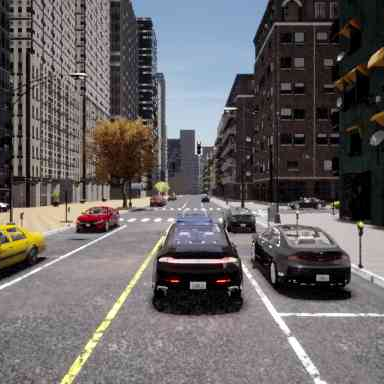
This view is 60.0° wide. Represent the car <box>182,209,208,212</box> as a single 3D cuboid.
[{"bbox_3d":[0.159,1.605,18.613,1.895,1.301,4.718,0,0,1],"label":"car"}]

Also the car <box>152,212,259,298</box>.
[{"bbox_3d":[0.126,1.492,8.496,2.128,1.511,4.902,0,0,0],"label":"car"}]

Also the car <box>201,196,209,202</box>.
[{"bbox_3d":[3.049,1.599,80.332,1.752,1.417,4.829,0,0,0],"label":"car"}]

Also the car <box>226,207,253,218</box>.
[{"bbox_3d":[2.778,1.555,20.161,2.008,1.369,4.403,0,0,0],"label":"car"}]

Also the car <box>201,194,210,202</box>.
[{"bbox_3d":[3.023,1.630,74.639,1.947,1.339,4.313,0,0,0],"label":"car"}]

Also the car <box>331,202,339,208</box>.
[{"bbox_3d":[18.999,1.259,39.548,4.829,1.417,1.752,-1,1,0],"label":"car"}]

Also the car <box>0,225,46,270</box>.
[{"bbox_3d":[-5.653,1.526,8.963,1.752,1.417,4.829,0,0,0],"label":"car"}]

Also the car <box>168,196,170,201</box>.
[{"bbox_3d":[-5.432,1.607,58.109,1.947,1.339,4.313,0,0,0],"label":"car"}]

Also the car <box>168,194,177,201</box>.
[{"bbox_3d":[-5.284,1.410,91.246,2.192,1.841,5.009,0,0,0],"label":"car"}]

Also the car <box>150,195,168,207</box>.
[{"bbox_3d":[-5.457,1.349,52.586,2.192,1.841,5.009,0,0,0],"label":"car"}]

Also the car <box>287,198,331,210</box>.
[{"bbox_3d":[13.602,1.359,39.518,4.403,1.369,2.008,-1,1,0],"label":"car"}]

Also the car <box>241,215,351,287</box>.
[{"bbox_3d":[2.728,1.552,9.095,2.008,1.369,4.403,0,0,0],"label":"car"}]

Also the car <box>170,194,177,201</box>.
[{"bbox_3d":[-5.308,1.649,85.724,1.947,1.339,4.313,0,0,0],"label":"car"}]

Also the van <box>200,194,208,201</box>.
[{"bbox_3d":[3.072,1.425,85.686,1.690,1.788,3.998,0,0,0],"label":"van"}]

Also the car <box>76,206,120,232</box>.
[{"bbox_3d":[-5.602,1.549,20.198,1.887,1.381,4.507,0,0,0],"label":"car"}]
